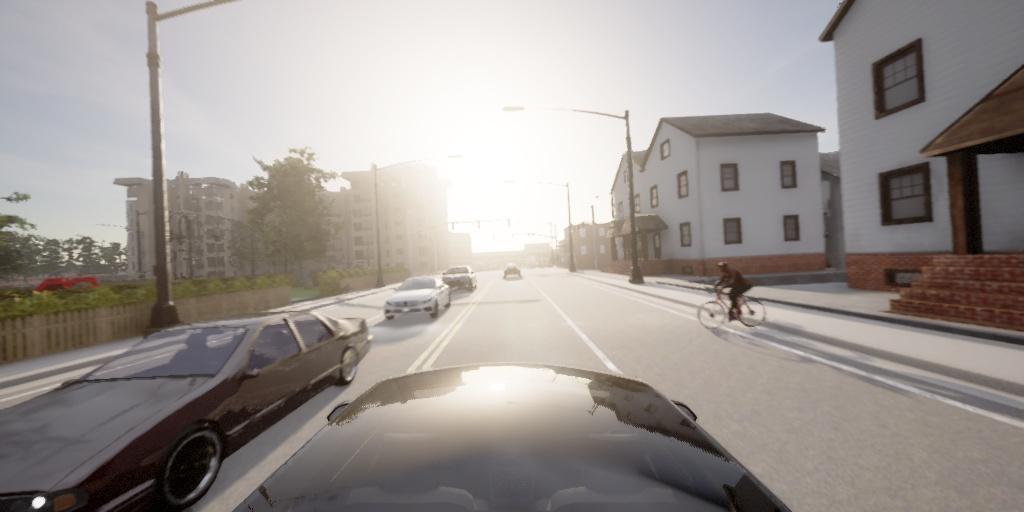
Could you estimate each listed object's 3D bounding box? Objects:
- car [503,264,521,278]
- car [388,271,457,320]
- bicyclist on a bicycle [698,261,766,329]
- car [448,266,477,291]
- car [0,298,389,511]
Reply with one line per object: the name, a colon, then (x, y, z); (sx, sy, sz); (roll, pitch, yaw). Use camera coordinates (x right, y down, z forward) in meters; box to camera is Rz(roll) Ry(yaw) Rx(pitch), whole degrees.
car: (0.031, 1.596, 40.264); (1.812, 1.442, 4.674); (-3, -1, 0)
car: (-3.633, 1.569, 14.517); (1.812, 1.442, 4.674); (-3, 0, 0)
bicyclist on a bicycle: (5.260, 0.937, 8.625); (1.656, 1.620, 0.582); (-3, 0, 0)
car: (-3.646, 1.482, 24.815); (2.097, 1.767, 4.553); (-3, 0, 0)
car: (-3.641, 1.509, 4.749); (2.033, 1.411, 5.357); (-3, 0, 0)
